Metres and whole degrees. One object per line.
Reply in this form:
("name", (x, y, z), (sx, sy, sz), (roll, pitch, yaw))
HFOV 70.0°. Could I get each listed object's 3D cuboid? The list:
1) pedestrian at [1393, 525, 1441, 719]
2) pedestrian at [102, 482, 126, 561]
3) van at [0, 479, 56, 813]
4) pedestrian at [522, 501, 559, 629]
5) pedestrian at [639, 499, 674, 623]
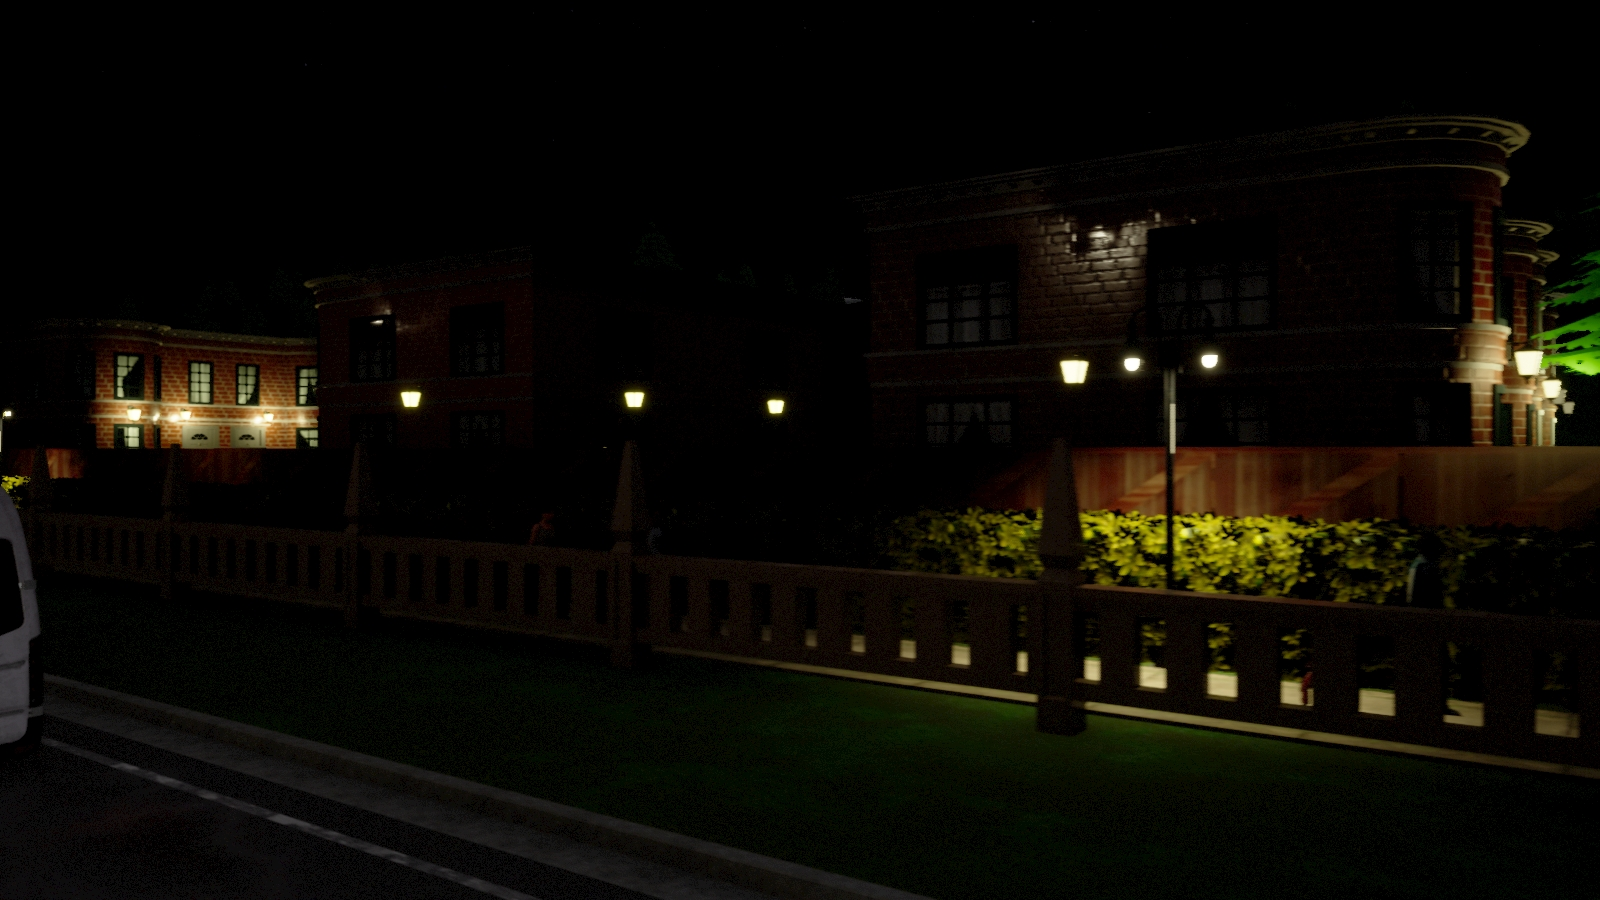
("pedestrian", (6.163, 1.695, 11.411), (0.375, 1.860, 0.375), (0, 0, 35))
("pedestrian", (-16.402, 1.700, 27.325), (0.375, 1.860, 0.375), (0, 0, 36))
("van", (-8.966, 1.536, 10.059), (5.915, 2.561, 1.988), (0, 0, 35))
("pedestrian", (-3.874, 1.698, 17.065), (0.375, 1.860, 0.375), (0, 0, 35))
("pedestrian", (-2.213, 1.698, 17.626), (0.375, 1.860, 0.375), (0, 0, 38))
